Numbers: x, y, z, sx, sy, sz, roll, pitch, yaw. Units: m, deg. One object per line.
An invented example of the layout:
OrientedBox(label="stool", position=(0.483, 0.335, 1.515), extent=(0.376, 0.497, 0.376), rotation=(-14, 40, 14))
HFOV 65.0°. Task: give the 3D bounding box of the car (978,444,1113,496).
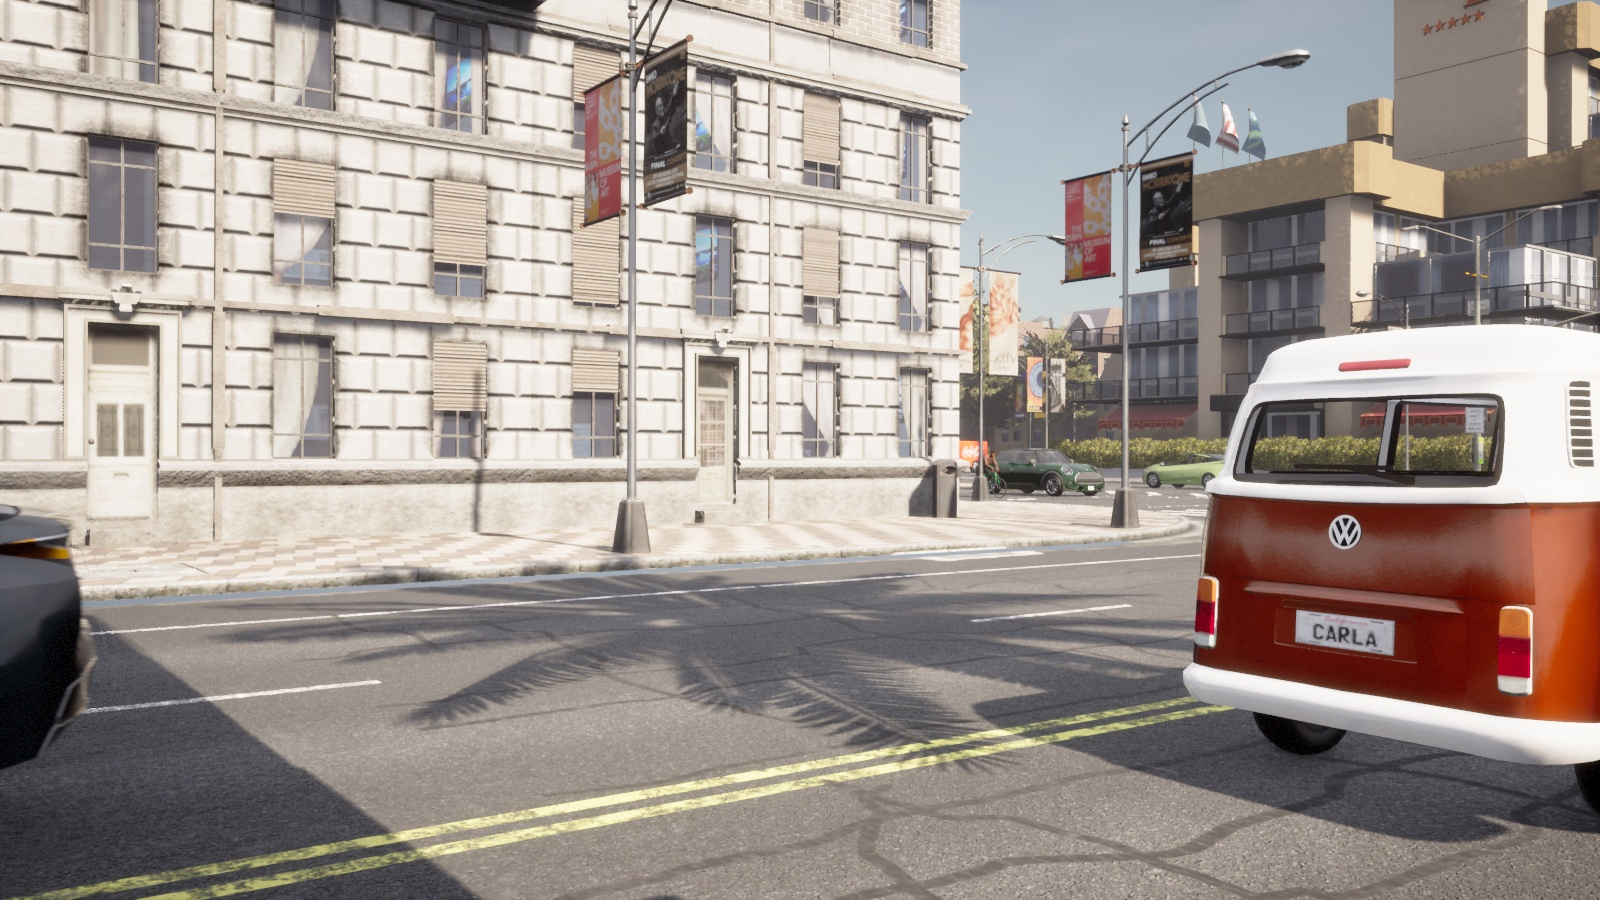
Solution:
OrientedBox(label="car", position=(8.715, 0.695, 44.925), extent=(2.097, 1.767, 4.553), rotation=(0, 0, -35))

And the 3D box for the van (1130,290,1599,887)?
OrientedBox(label="van", position=(3.995, 0.475, 6.381), extent=(4.480, 2.038, 2.069), rotation=(0, 0, -35))

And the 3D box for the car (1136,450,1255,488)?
OrientedBox(label="car", position=(16.765, 0.786, 53.443), extent=(2.007, 1.525, 4.514), rotation=(0, 0, -35))

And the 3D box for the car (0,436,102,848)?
OrientedBox(label="car", position=(-5.111, 0.713, 4.357), extent=(4.514, 1.525, 2.007), rotation=(0, 0, -35))

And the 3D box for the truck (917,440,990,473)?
OrientedBox(label="truck", position=(11.794, 0.469, 96.307), extent=(5.204, 2.467, 2.627), rotation=(0, 0, -36))

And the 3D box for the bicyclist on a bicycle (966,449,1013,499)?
OrientedBox(label="bicyclist on a bicycle", position=(6.357, 0.787, 42.204), extent=(0.582, 1.620, 1.656), rotation=(0, 0, -35))
